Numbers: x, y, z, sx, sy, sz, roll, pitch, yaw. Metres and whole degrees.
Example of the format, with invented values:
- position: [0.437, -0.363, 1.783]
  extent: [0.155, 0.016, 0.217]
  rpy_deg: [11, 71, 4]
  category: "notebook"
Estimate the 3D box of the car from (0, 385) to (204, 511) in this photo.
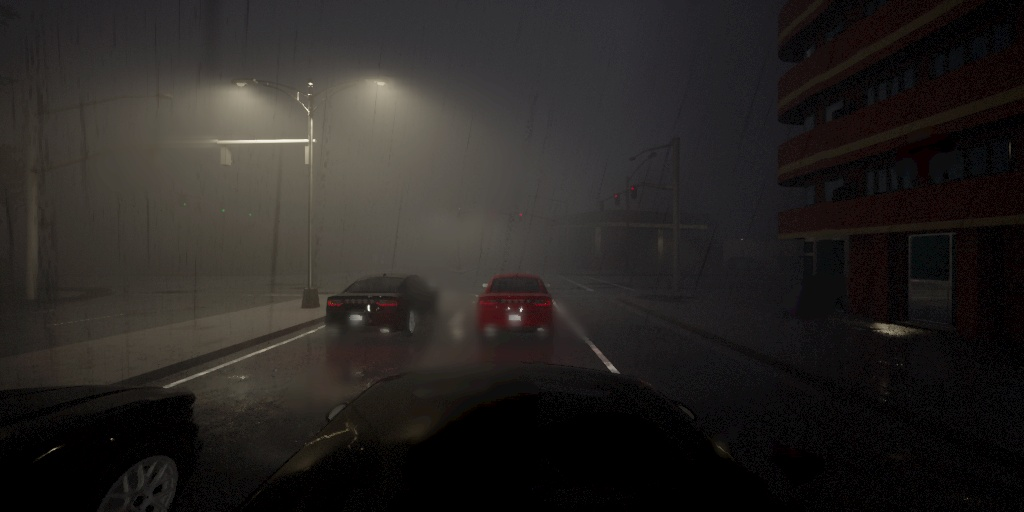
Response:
- position: [-3.409, 1.228, 0.793]
  extent: [1.882, 1.535, 5.008]
  rpy_deg: [0, 0, 0]
  category: "car"

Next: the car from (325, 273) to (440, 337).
- position: [-3.385, 1.228, 10.367]
  extent: [1.882, 1.535, 5.008]
  rpy_deg: [0, 0, 0]
  category: "car"

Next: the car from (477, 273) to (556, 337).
- position: [0.120, 1.228, 10.377]
  extent: [1.882, 1.535, 5.008]
  rpy_deg: [0, 0, 1]
  category: "car"
